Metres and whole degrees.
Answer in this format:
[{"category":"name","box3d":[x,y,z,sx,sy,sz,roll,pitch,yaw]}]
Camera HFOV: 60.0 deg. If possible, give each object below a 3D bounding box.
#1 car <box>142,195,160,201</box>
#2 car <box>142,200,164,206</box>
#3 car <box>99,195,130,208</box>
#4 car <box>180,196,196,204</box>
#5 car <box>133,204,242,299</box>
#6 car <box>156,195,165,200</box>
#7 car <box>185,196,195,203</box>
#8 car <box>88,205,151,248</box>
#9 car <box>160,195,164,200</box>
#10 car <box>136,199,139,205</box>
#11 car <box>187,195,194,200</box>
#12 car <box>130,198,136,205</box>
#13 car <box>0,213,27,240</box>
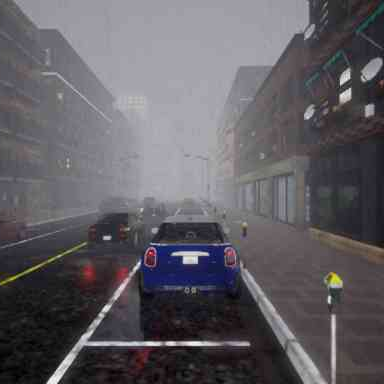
[{"category":"car","box3d":[-6.146,1.559,48.614,1.837,1.490,4.892,0,0,0]},{"category":"car","box3d":[-3.145,1.617,29.644,1.895,1.301,4.718,0,0,0]},{"category":"car","box3d":[-8.833,1.314,37.157,2.192,1.841,5.009,0,0,0]},{"category":"car","box3d":[-0.454,1.524,37.323,1.752,1.417,4.829,0,0,0]},{"category":"car","box3d":[-0.032,1.352,8.619,2.097,1.767,4.553,0,0,0]},{"category":"car","box3d":[-8.834,1.538,93.519,2.008,1.369,4.403,0,0,0]},{"category":"car","box3d":[-0.453,1.544,70.970,2.008,1.369,4.403,0,0,0]},{"category":"car","box3d":[-3.145,1.534,14.614,1.812,1.442,4.674,0,0,0]},{"category":"car","box3d":[-8.834,1.540,87.882,2.008,1.369,4.403,0,0,0]},{"category":"car","box3d":[-8.834,1.542,48.430,1.887,1.381,4.507,0,0,0]},{"category":"car","box3d":[-0.452,1.513,93.685,1.752,1.417,4.829,0,0,0]},{"category":"car","box3d":[-8.834,1.438,42.793,1.967,1.590,4.097,0,0,0]},{"category":"car","box3d":[-8.835,1.582,14.612,1.802,1.307,4.206,0,0,0]}]
